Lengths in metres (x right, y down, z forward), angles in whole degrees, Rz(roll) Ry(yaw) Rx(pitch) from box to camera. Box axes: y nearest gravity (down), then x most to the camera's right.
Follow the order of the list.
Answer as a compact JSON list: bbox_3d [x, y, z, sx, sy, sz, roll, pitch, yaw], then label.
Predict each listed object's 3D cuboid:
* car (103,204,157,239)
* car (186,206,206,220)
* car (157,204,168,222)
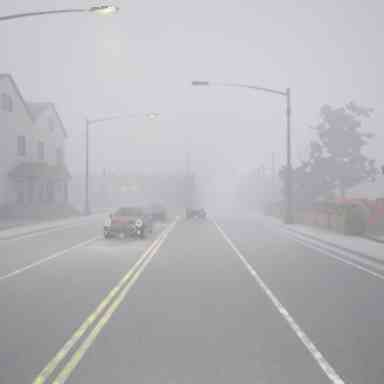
[{"bbox_3d":[-3.462,1.595,18.741,2.097,1.767,4.553,0,-1,1],"label":"car"},{"bbox_3d":[0.351,2.033,33.075,1.895,1.301,4.718,0,-1,0],"label":"car"},{"bbox_3d":[-3.341,1.878,30.776,1.882,1.535,5.008,0,-1,1],"label":"car"}]
